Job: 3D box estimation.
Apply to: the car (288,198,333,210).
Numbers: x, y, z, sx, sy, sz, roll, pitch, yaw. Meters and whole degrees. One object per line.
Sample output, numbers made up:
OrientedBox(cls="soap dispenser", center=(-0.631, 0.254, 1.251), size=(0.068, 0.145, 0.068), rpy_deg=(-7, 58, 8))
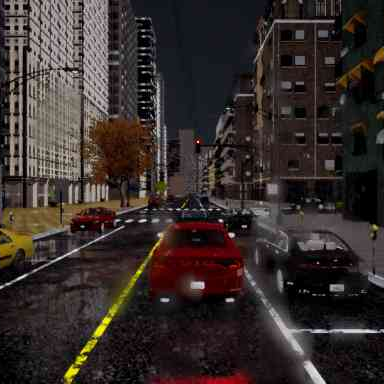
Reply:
OrientedBox(cls="car", center=(13.492, 1.359, 38.825), size=(4.403, 1.369, 2.008), rpy_deg=(-1, 1, 0))

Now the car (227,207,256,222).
OrientedBox(cls="car", center=(2.722, 1.555, 19.438), size=(2.008, 1.369, 4.403), rpy_deg=(0, 0, 0))

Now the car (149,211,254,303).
OrientedBox(cls="car", center=(0.105, 1.478, 8.278), size=(1.882, 1.535, 5.008), rpy_deg=(0, 0, 0))

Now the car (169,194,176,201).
OrientedBox(cls="car", center=(-5.546, 1.650, 84.978), size=(1.947, 1.339, 4.313), rpy_deg=(0, 0, 0))

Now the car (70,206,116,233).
OrientedBox(cls="car", center=(-5.658, 1.549, 19.452), size=(1.887, 1.381, 4.507), rpy_deg=(0, 0, 0))

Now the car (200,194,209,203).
OrientedBox(cls="car", center=(2.816, 1.630, 73.917), size=(1.947, 1.339, 4.313), rpy_deg=(0, 0, 0))

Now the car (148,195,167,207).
OrientedBox(cls="car", center=(-5.603, 1.349, 51.841), size=(2.192, 1.841, 5.009), rpy_deg=(0, 0, 0))

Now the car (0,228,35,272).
OrientedBox(cls="car", center=(-5.677, 1.526, 8.217), size=(1.752, 1.417, 4.829), rpy_deg=(0, 0, 0))

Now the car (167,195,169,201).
OrientedBox(cls="car", center=(-5.593, 1.607, 57.363), size=(1.947, 1.339, 4.313), rpy_deg=(0, 0, 0))

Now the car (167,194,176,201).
OrientedBox(cls="car", center=(-5.537, 1.410, 90.500), size=(2.192, 1.841, 5.009), rpy_deg=(0, 0, 0))

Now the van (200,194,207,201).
OrientedBox(cls="van", center=(2.835, 1.425, 84.964), size=(1.690, 1.788, 3.998), rpy_deg=(0, 0, 0))

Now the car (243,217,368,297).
OrientedBox(cls="car", center=(2.703, 1.552, 8.372), size=(2.008, 1.369, 4.403), rpy_deg=(0, 0, 0))

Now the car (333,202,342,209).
OrientedBox(cls="car", center=(18.889, 1.259, 38.870), size=(4.829, 1.417, 1.752), rpy_deg=(-1, 1, 0))

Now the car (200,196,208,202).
OrientedBox(cls="car", center=(2.826, 1.599, 79.610), size=(1.752, 1.417, 4.829), rpy_deg=(0, 0, 0))

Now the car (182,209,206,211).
OrientedBox(cls="car", center=(0.118, 1.605, 18.369), size=(1.895, 1.301, 4.718), rpy_deg=(0, 0, 0))
